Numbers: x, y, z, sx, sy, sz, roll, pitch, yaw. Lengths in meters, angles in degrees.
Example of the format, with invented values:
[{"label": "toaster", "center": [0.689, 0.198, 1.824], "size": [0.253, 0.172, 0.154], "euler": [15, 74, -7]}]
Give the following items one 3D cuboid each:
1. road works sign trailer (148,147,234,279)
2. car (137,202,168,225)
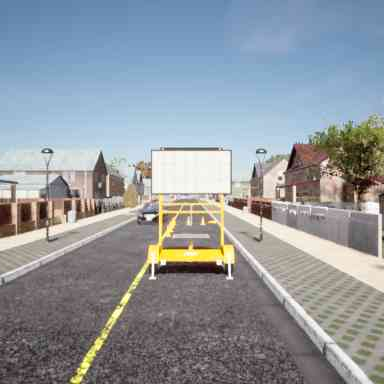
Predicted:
[{"label": "road works sign trailer", "center": [-0.019, 0.471, 10.013], "size": [2.380, 3.560, 2.880], "euler": [0, 0, 0]}, {"label": "car", "center": [-2.827, 1.521, 24.413], "size": [2.128, 1.511, 4.902], "euler": [0, 0, 0]}]
